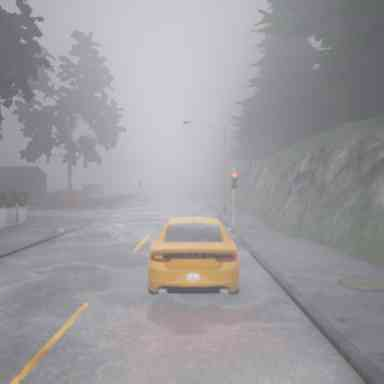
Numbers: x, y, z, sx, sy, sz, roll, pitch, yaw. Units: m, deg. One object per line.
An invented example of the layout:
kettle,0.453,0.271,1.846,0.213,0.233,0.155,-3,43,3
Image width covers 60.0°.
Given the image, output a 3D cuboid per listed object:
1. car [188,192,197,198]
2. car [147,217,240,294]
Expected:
car,0.012,0.556,71.049,1.895,1.301,4.718,0,1,0
car,0.049,1.362,8.522,1.882,1.535,5.008,0,1,1
